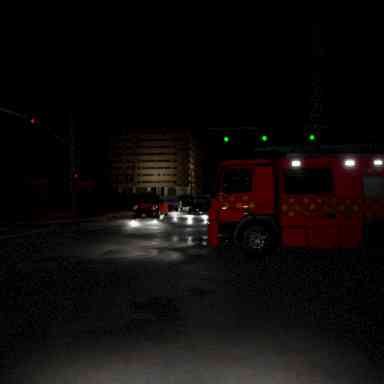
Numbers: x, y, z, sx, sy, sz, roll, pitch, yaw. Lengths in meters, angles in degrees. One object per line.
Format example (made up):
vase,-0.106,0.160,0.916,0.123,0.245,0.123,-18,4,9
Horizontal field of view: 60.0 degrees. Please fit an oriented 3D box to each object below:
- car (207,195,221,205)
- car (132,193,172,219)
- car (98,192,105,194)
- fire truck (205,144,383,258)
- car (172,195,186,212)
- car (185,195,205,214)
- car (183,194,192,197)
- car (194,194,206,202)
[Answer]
car,3.578,1.194,53.004,1.882,1.535,5.008,0,0,8
car,-3.378,1.202,27.575,2.097,1.767,4.553,0,0,8
car,-19.795,0.852,68.535,4.605,1.855,1.932,0,0,8
fire truck,4.905,0.304,12.136,8.468,3.827,2.891,0,0,8
car,-2.181,1.329,36.487,1.812,1.442,4.674,0,0,8
car,0.823,1.349,32.430,1.812,1.442,4.674,0,0,8
car,-0.810,1.102,46.758,2.097,1.767,4.553,0,0,8
car,1.615,1.184,64.443,1.812,1.442,4.674,0,0,8
